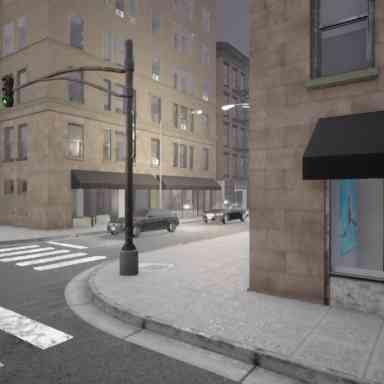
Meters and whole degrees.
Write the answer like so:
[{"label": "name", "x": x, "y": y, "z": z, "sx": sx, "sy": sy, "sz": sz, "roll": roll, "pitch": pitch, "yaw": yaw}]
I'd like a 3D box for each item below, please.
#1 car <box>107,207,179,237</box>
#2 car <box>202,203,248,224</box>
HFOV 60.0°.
[{"label": "car", "x": -2.604, "y": 1.620, "z": 18.810, "sx": 1.812, "sy": 1.442, "sz": 4.674, "roll": 0, "pitch": 0, "yaw": 37}, {"label": "car", "x": 2.697, "y": 1.640, "z": 26.285, "sx": 2.128, "sy": 1.511, "sz": 4.902, "roll": 0, "pitch": 0, "yaw": 35}]
